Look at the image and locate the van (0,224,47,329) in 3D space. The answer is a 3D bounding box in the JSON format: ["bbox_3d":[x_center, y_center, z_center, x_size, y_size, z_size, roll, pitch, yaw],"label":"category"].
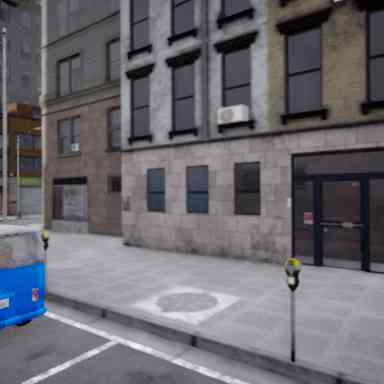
[{"bbox_3d":[-4.286,1.407,5.871,3.998,1.788,1.690,-1,0,36],"label":"van"}]
